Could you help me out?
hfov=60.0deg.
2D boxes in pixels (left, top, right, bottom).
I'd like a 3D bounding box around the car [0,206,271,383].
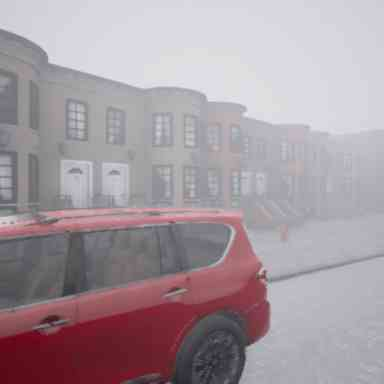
[{"bbox_3d":[-1.596,1.221,3.468,5.566,2.045,2.150,0,0,-35],"label":"car"}]
